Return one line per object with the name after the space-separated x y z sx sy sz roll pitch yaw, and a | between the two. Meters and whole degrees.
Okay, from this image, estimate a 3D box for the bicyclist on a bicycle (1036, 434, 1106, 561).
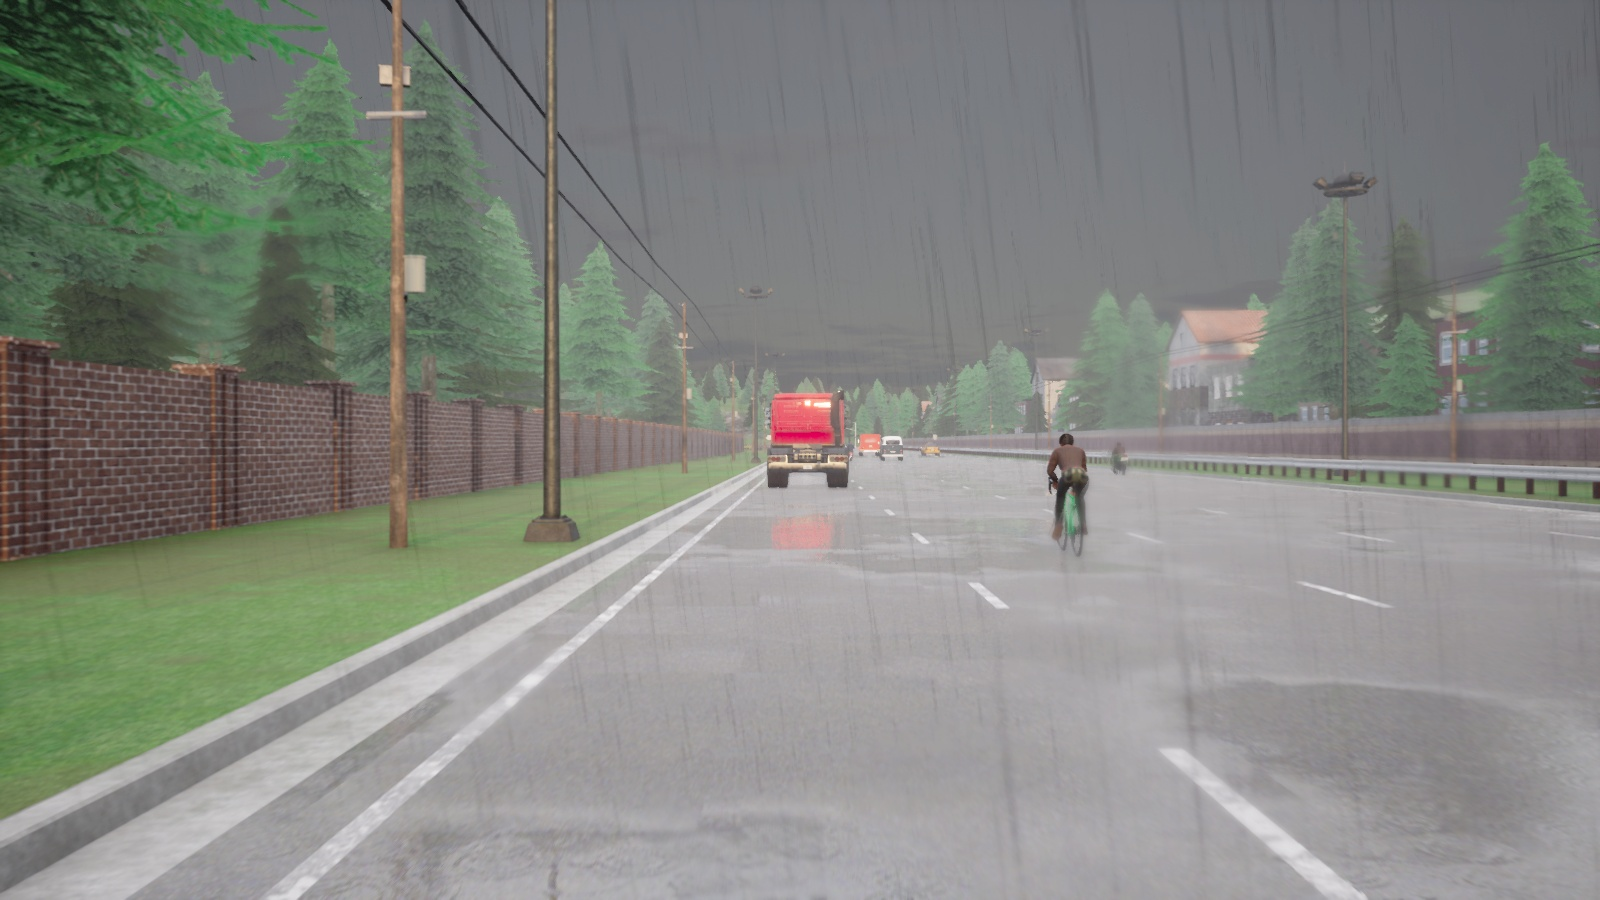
3.612 0.607 16.847 0.582 1.620 1.656 0 0 0 | bicyclist on a bicycle

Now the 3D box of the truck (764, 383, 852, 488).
0.274 -0.491 45.253 2.891 3.462 7.936 0 0 0 | truck

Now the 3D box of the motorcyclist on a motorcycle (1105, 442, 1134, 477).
14.337 0.421 56.379 0.797 1.523 2.044 0 0 0 | motorcyclist on a motorcycle
